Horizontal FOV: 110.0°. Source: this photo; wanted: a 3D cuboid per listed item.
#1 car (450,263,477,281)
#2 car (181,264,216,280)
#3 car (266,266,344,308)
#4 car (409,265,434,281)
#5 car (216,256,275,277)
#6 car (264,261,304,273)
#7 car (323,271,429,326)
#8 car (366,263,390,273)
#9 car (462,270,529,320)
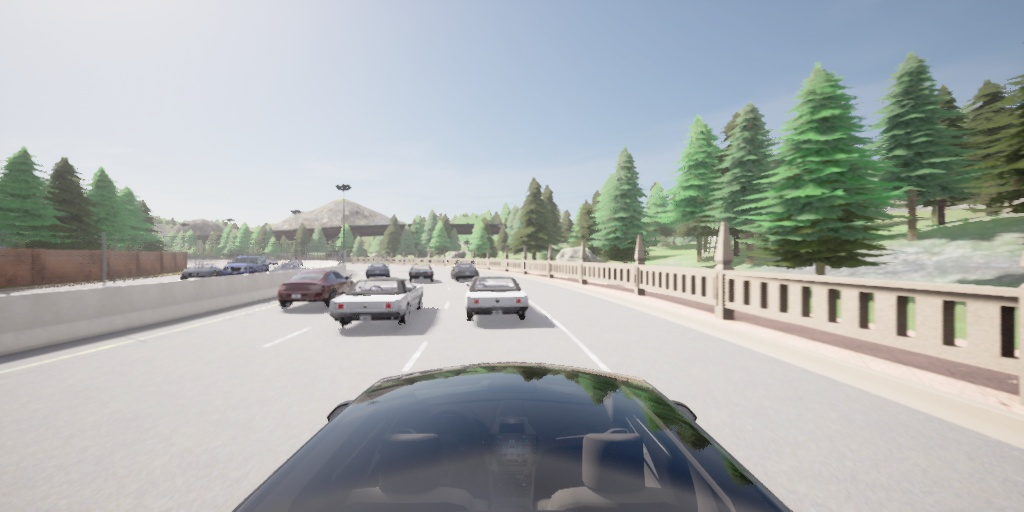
[{"bbox_3d":[-3.933,1.289,29.505,1.994,1.385,4.181,0,0,-15],"label":"car"},{"bbox_3d":[-26.584,1.366,31.035,1.994,1.385,4.181,0,0,-20],"label":"car"},{"bbox_3d":[-8.086,1.285,15.194,1.812,1.442,4.674,0,0,-8],"label":"car"},{"bbox_3d":[-7.370,1.338,28.996,1.895,1.301,4.718,0,0,-15],"label":"car"},{"bbox_3d":[-22.834,1.010,31.028,2.150,2.045,5.566,0,0,-19],"label":"car"},{"bbox_3d":[-18.983,1.340,30.418,1.994,1.385,4.181,0,0,-19],"label":"car"},{"bbox_3d":[-4.088,1.351,11.684,1.895,1.301,4.718,0,0,-6],"label":"car"},{"bbox_3d":[-12.169,1.313,32.642,1.994,1.385,4.181,0,0,-18],"label":"car"},{"bbox_3d":[-0.661,1.338,12.573,1.895,1.301,4.718,0,0,-6],"label":"car"}]
